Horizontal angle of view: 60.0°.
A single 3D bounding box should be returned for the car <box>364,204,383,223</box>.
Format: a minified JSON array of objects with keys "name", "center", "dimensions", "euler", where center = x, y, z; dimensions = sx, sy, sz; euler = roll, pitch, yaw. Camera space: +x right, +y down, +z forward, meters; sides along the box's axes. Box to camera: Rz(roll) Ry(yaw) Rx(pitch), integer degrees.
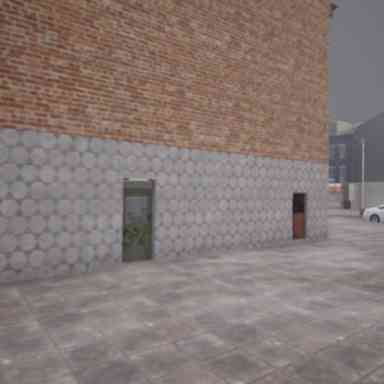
[{"name":"car","center":[14.577,1.565,23.331],"dimensions":[1.812,1.442,4.674],"euler":[1,-1,-37]}]
